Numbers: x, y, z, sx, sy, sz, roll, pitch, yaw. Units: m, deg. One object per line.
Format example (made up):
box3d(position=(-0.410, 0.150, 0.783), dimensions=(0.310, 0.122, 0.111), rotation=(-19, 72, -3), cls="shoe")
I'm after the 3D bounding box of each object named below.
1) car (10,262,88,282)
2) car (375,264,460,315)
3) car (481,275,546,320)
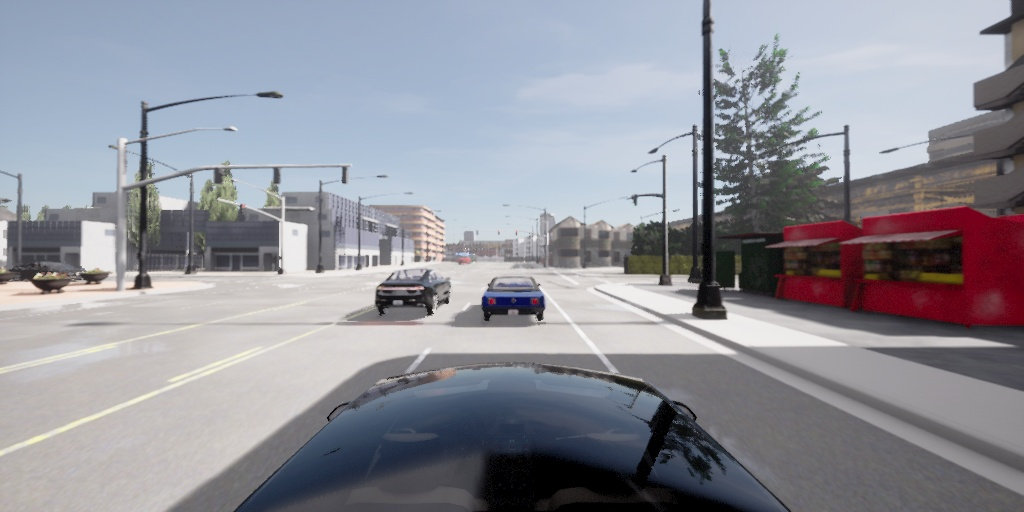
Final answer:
box3d(position=(-35.622, 1.228, 27.701), dimensions=(4.892, 1.490, 1.837), rotation=(0, -1, 1), cls="car")
box3d(position=(-3.438, 1.202, 13.275), dimensions=(2.128, 1.511, 4.902), rotation=(0, 0, 0), cls="car")
box3d(position=(0.059, 1.310, 12.360), dimensions=(1.895, 1.301, 4.718), rotation=(0, 0, 0), cls="car")
